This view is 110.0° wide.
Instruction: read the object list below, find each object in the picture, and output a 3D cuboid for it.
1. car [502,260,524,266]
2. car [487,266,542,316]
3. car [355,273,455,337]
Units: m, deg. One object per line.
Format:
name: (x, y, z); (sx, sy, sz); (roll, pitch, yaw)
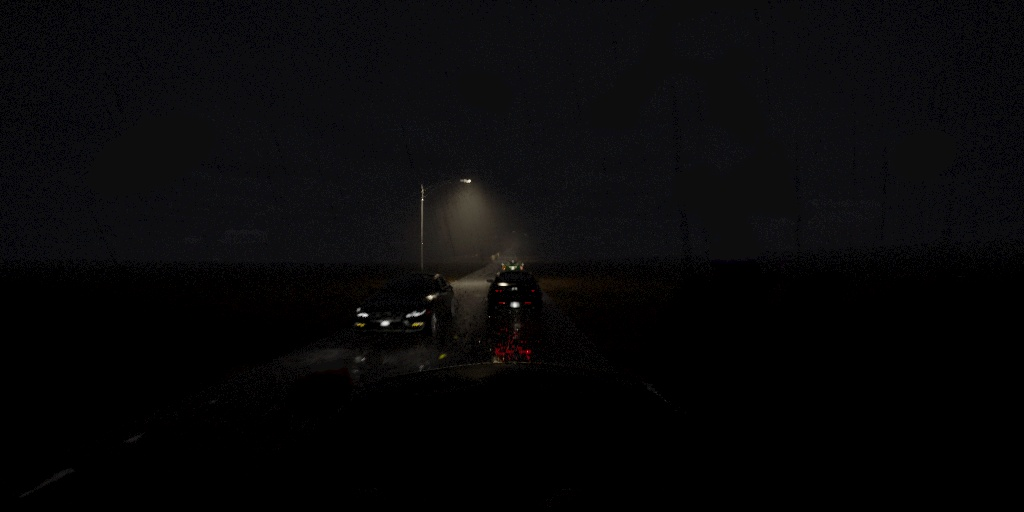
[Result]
car: (0.080, 1.124, 34.183); (2.097, 1.767, 4.553); (0, 0, 0)
car: (0.091, 1.282, 13.609); (1.837, 1.490, 4.892); (0, 0, 0)
car: (-2.856, 1.276, 10.504); (1.837, 1.490, 4.892); (0, 0, 0)
